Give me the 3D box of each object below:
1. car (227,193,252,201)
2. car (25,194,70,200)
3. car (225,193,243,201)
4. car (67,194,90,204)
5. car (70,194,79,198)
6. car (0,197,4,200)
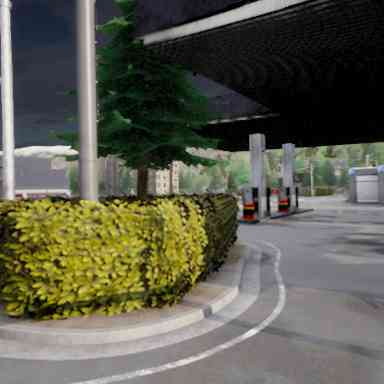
[{"bbox_3d":[9.444,0.966,66.349,4.514,1.523,2.007,-1,0,35],"label":"car"},{"bbox_3d":[-14.555,1.339,33.452,3.866,1.878,1.905,-1,0,35],"label":"car"},{"bbox_3d":[7.670,1.004,63.762,5.027,1.636,2.152,-1,0,35],"label":"car"},{"bbox_3d":[-22.658,1.388,66.353,4.605,1.855,1.932,-1,0,35],"label":"car"},{"bbox_3d":[-24.005,1.406,63.746,3.866,1.878,1.905,-1,0,35],"label":"car"},{"bbox_3d":[-31.412,1.680,53.317,5.027,1.636,2.152,-1,0,35],"label":"car"}]
